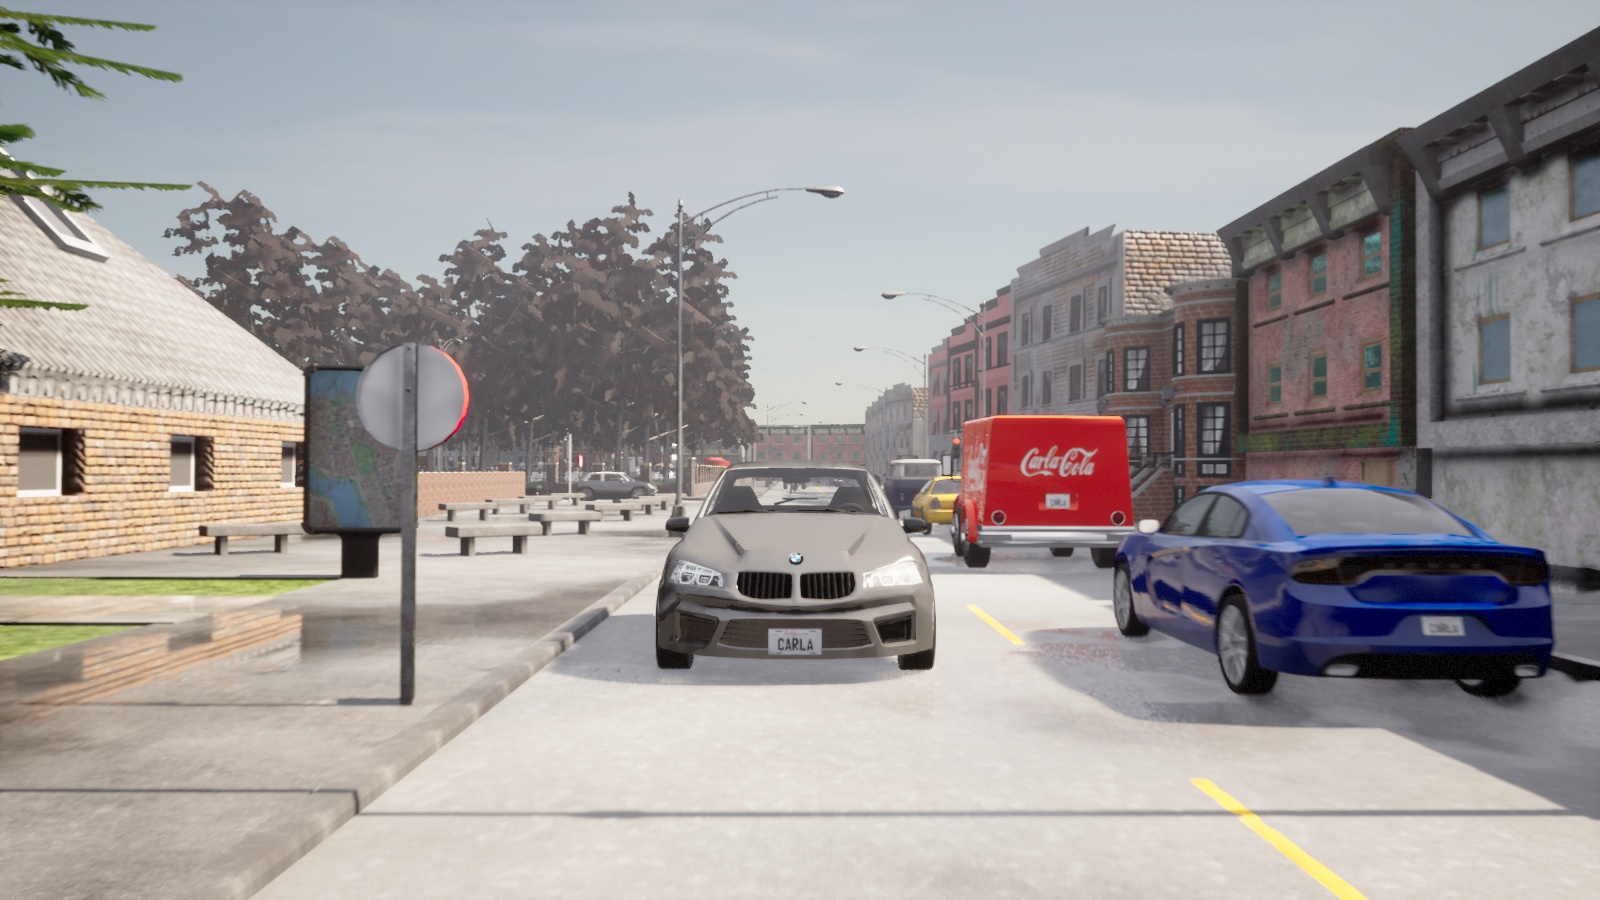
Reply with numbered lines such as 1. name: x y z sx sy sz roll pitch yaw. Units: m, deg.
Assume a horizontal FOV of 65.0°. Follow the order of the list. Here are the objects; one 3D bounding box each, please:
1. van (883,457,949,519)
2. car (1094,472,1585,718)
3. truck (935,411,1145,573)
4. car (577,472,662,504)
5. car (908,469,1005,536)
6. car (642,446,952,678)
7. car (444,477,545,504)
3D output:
1. van: 3.877 1.264 42.558 1.775 1.987 4.442 0 -1 0
2. car: 3.974 0.950 10.394 1.882 1.535 5.008 0 -1 0
3. truck: 3.945 0.679 21.778 2.627 2.467 5.204 0 -1 0
4. car: -8.609 1.822 60.163 3.806 1.475 1.970 0 -1 0
5. car: 3.920 1.279 32.299 1.801 1.575 5.366 0 -1 0
6. car: -0.028 0.850 11.394 2.242 1.667 4.611 0 -1 0
7. car: -15.595 2.053 64.236 4.718 1.301 1.895 0 -1 -2
